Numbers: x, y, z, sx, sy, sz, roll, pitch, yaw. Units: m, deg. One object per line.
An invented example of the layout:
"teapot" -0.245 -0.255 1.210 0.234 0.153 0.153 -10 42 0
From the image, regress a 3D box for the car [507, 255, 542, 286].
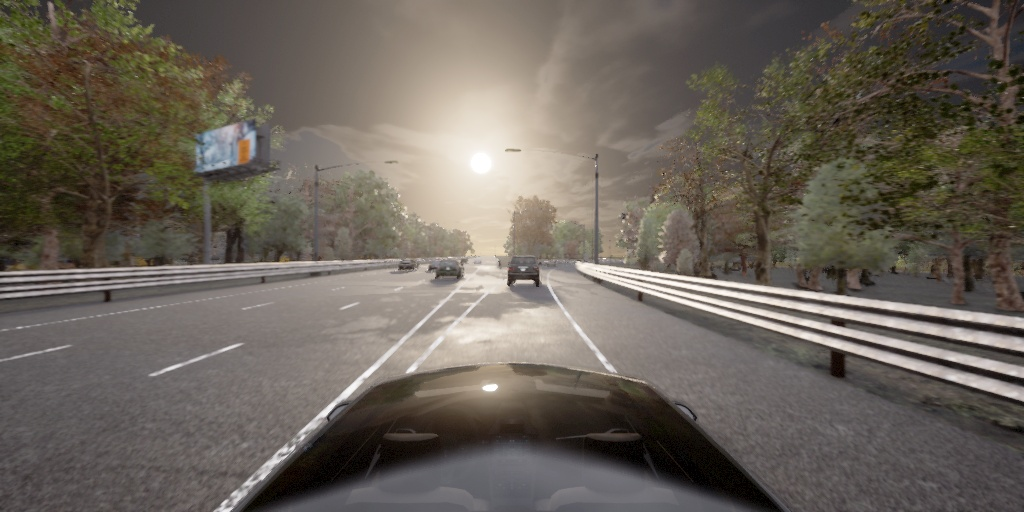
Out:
"car" 0.932 0.983 25.576 2.150 2.045 5.566 1 0 5

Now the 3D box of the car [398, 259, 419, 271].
"car" -13.218 1.175 46.152 1.837 1.490 4.892 0 0 -3

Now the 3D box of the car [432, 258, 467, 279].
"car" -5.457 1.070 32.031 2.097 1.767 4.553 0 0 -3

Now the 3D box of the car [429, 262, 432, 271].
"car" -9.789 1.256 47.620 1.994 1.385 4.181 0 0 -3
